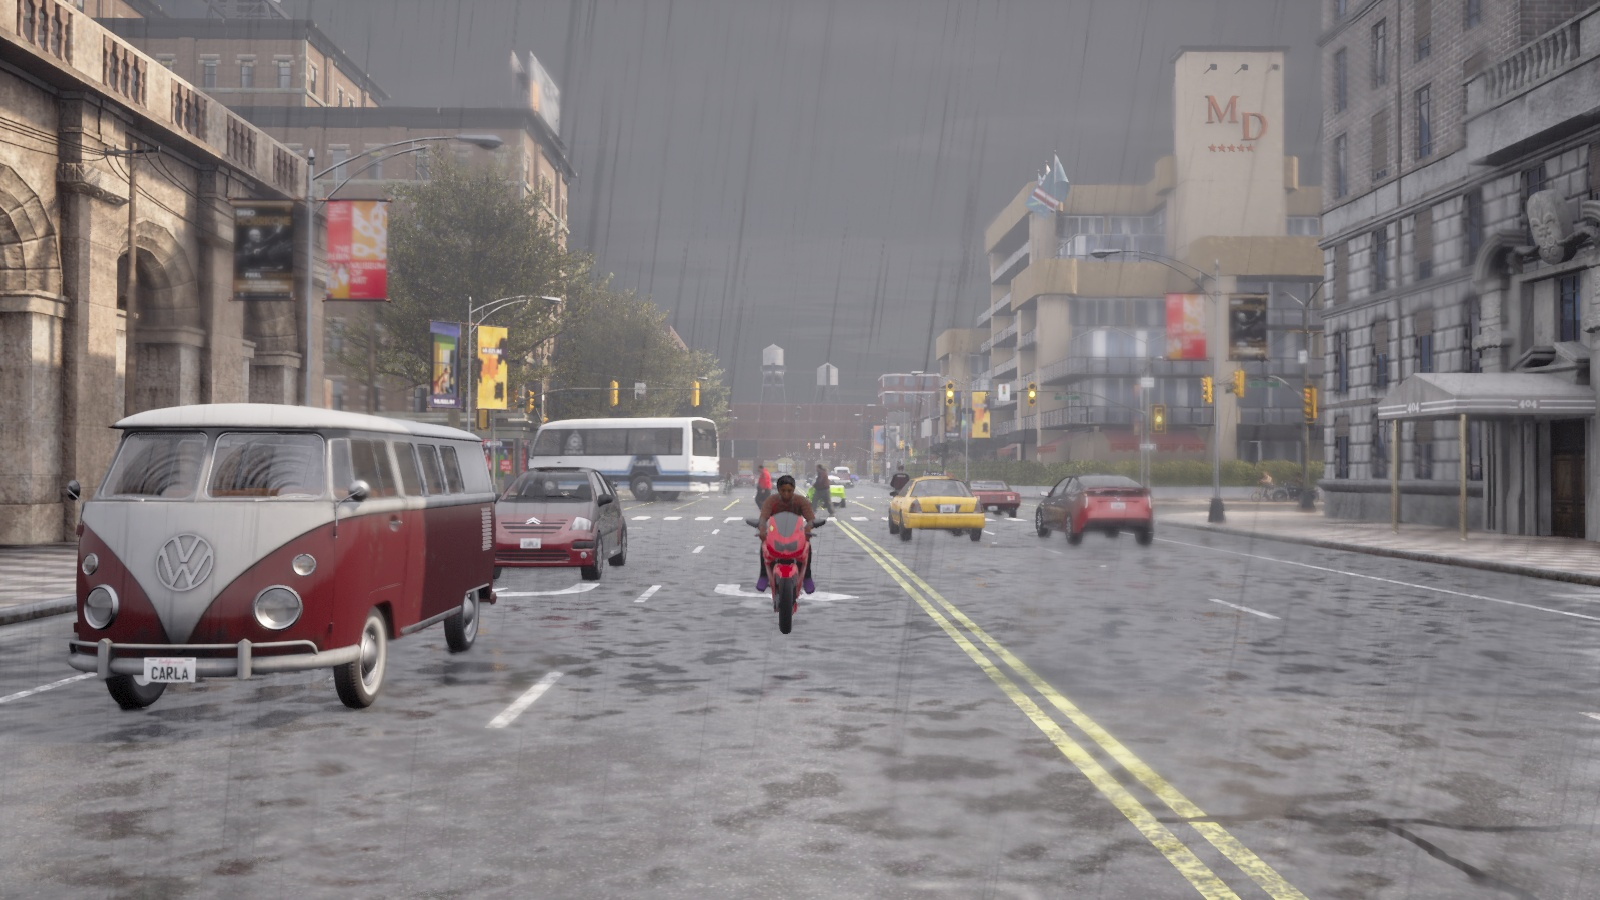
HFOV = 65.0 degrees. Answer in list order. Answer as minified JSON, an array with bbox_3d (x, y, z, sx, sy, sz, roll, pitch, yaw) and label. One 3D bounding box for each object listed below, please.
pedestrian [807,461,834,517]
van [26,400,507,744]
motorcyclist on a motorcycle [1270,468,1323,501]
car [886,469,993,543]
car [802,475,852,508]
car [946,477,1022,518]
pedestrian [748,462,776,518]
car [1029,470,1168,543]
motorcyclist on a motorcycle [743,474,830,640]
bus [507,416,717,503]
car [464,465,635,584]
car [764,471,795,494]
[{"bbox_3d":[0.685,1.303,41.896,0.899,1.844,0.634,0,-1,2],"label":"pedestrian"},{"bbox_3d":[-3.607,0.741,9.502,1.775,1.987,4.442,0,-1,-1],"label":"van"},{"bbox_3d":[24.891,1.721,62.998,2.350,1.649,0.766,0,-1,-1],"label":"motorcyclist on a motorcycle"},{"bbox_3d":[3.156,1.234,29.467,1.801,1.575,5.366,0,-1,-1],"label":"car"},{"bbox_3d":[1.159,1.781,54.716,1.481,1.376,2.207,0,-1,-19],"label":"car"},{"bbox_3d":[6.381,1.627,44.039,1.895,1.301,4.718,0,-1,-1],"label":"car"},{"bbox_3d":[-1.257,1.316,41.775,0.899,1.844,0.634,0,-1,1],"label":"pedestrian"},{"bbox_3d":[6.674,1.213,28.579,2.007,1.525,4.514,0,-1,-1],"label":"car"},{"bbox_3d":[-0.132,1.009,12.614,0.797,1.523,2.044,0,-1,0],"label":"motorcyclist on a motorcycle"},{"bbox_3d":[-9.840,0.577,65.626,10.273,4.253,3.944,-1,-2,23],"label":"bus"},{"bbox_3d":[-3.690,1.049,19.162,1.851,1.617,3.988,0,-1,-1],"label":"car"},{"bbox_3d":[-1.442,2.247,87.812,2.128,1.511,4.902,0,-1,-1],"label":"car"}]
